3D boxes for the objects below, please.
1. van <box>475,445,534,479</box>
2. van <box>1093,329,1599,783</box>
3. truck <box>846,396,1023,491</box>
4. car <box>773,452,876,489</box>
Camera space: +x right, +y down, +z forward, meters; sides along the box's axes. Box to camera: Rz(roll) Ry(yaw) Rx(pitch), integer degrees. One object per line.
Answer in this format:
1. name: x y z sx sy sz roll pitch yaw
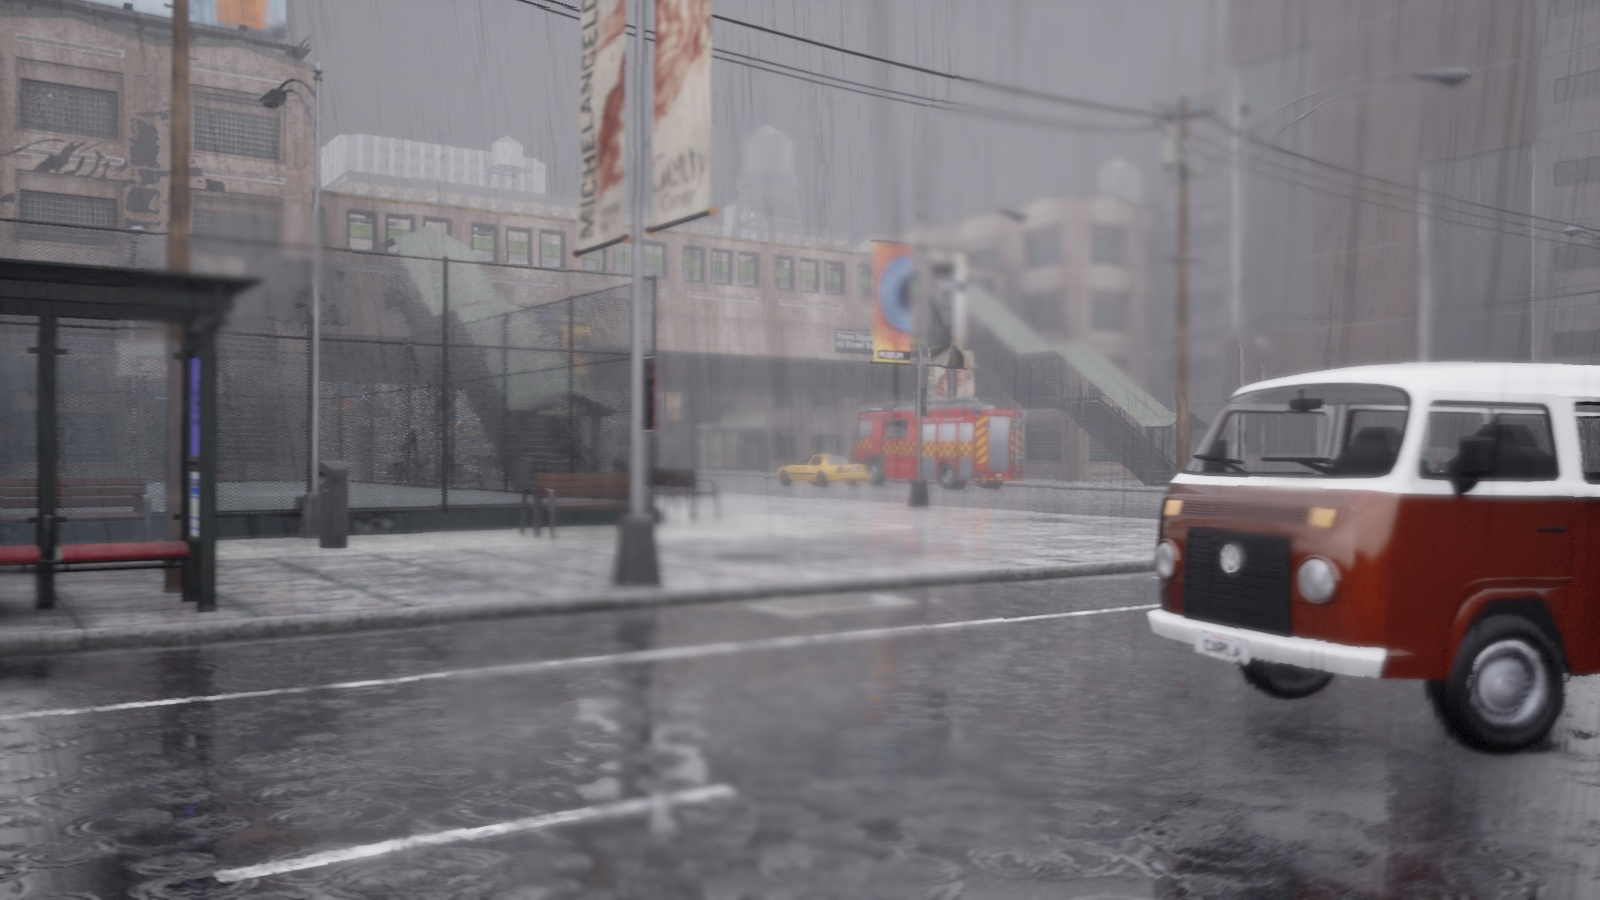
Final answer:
1. van: -18.575 0.748 78.807 2.069 2.038 4.480 0 -1 -34
2. van: 4.231 0.492 7.358 4.480 2.038 2.069 0 0 -20
3. truck: 5.699 -0.240 55.052 2.891 3.827 8.468 0 0 -34
4. car: 0.999 0.869 55.772 1.801 1.575 5.366 0 0 -34
